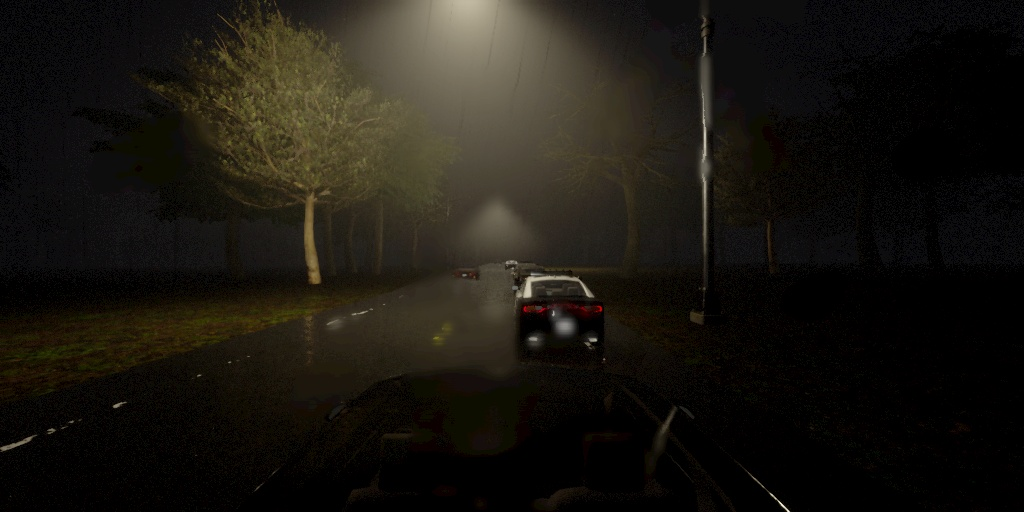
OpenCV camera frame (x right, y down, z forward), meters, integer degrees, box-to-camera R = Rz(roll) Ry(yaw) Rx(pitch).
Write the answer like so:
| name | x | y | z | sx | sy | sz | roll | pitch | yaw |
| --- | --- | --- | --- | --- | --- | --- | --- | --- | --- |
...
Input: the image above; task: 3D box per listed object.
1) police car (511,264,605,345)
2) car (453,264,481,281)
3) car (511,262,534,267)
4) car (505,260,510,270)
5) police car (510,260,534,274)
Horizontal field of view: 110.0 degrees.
| name | x | y | z | sx | sy | sz | roll | pitch | yaw |
| --- | --- | --- | --- | --- | --- | --- | --- | --- | --- |
| police car | 1.033 | 1.178 | 9.623 | 1.930 | 1.638 | 5.238 | 0 | 0 | 0 |
| car | -3.658 | 1.327 | 29.883 | 1.994 | 1.385 | 4.181 | 0 | 0 | 0 |
| car | 1.013 | 1.263 | 19.516 | 1.837 | 1.490 | 4.892 | 0 | 0 | 0 |
| car | -0.037 | 1.393 | 52.779 | 1.895 | 1.301 | 4.718 | 0 | 0 | 0 |
| police car | 1.001 | 1.185 | 25.626 | 1.930 | 1.638 | 5.238 | 0 | 0 | 0 |
